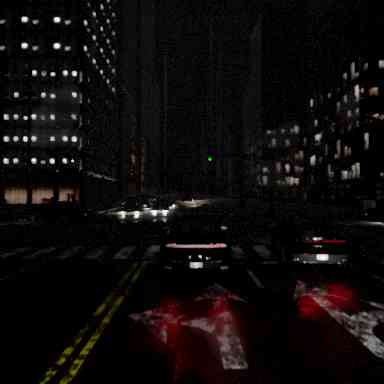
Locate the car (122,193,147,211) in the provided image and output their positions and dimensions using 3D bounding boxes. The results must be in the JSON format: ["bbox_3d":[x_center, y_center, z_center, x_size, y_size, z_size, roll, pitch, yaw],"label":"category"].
[{"bbox_3d":[-7.104,1.333,40.171,2.097,1.767,4.553,0,0,-1],"label":"car"}]

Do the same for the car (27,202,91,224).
[{"bbox_3d":[-9.921,1.479,24.682,5.008,1.535,1.882,0,-2,22],"label":"car"}]

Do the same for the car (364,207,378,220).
[{"bbox_3d":[16.829,1.584,27.361,4.902,1.511,2.128,0,-1,2],"label":"car"}]

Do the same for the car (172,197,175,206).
[{"bbox_3d":[-3.995,1.536,51.605,1.994,1.385,4.181,0,0,0],"label":"car"}]

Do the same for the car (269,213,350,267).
[{"bbox_3d":[3.864,1.496,11.451,1.837,1.490,4.892,0,1,7],"label":"car"}]

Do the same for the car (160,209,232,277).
[{"bbox_3d":[0.098,1.491,10.192,2.128,1.511,4.902,0,0,0],"label":"car"}]

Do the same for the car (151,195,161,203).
[{"bbox_3d":[-7.519,1.476,69.707,1.812,1.442,4.674,0,0,-1],"label":"car"}]

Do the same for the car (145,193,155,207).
[{"bbox_3d":[-7.232,1.195,49.744,2.150,2.045,5.566,0,0,0],"label":"car"}]

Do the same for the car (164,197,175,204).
[{"bbox_3d":[-4.135,1.563,61.835,1.895,1.301,4.718,0,0,-1],"label":"car"}]

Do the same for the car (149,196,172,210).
[{"bbox_3d":[-3.881,1.544,41.979,1.994,1.385,4.181,0,0,-1],"label":"car"}]

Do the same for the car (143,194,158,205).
[{"bbox_3d":[-7.345,1.316,59.437,2.097,1.767,4.553,0,0,-1],"label":"car"}]

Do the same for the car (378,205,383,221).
[{"bbox_3d":[16.339,1.609,24.121,4.181,1.385,1.994,0,-1,2],"label":"car"}]

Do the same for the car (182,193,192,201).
[{"bbox_3d":[-1.222,1.158,81.762,2.150,2.045,5.566,0,0,-1],"label":"car"}]
